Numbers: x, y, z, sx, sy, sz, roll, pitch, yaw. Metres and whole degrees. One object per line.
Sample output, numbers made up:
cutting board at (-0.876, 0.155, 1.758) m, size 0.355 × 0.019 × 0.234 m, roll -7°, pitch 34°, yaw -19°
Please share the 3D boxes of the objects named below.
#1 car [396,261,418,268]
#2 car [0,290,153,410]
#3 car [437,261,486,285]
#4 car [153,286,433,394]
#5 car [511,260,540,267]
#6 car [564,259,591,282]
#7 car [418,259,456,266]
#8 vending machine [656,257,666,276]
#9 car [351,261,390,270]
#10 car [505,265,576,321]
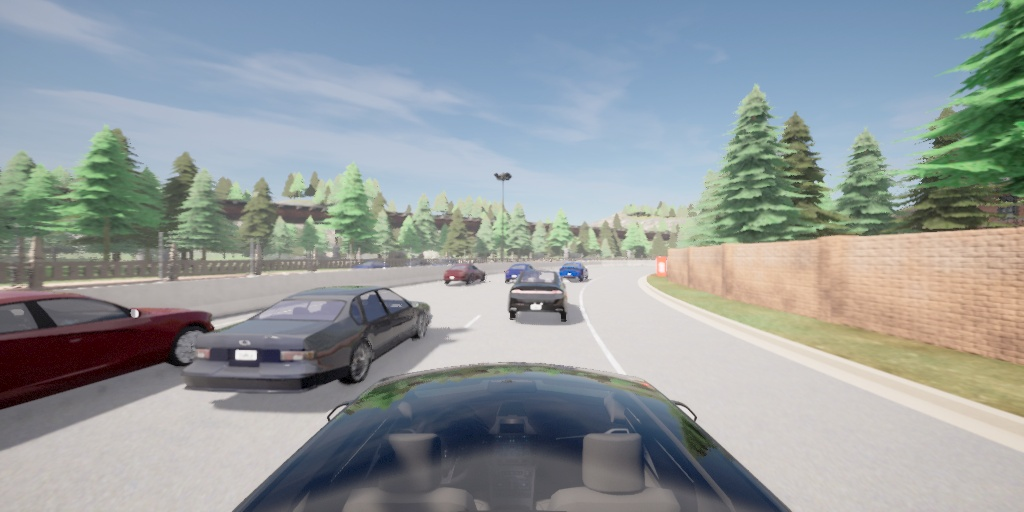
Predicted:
car at (-10.499, 1.232, 38.585) m, size 1.837 × 1.490 × 4.892 m, roll 0°, pitch 0°, yaw 22°
car at (-6.704, 1.198, 4.851) m, size 1.882 × 1.535 × 5.008 m, roll 0°, pitch 0°, yaw 2°
car at (-3.387, 1.277, 26.042) m, size 1.812 × 1.442 × 4.674 m, roll 0°, pitch 0°, yaw 15°
car at (-3.150, 1.286, 6.984) m, size 2.033 × 1.411 × 5.357 m, roll 0°, pitch 0°, yaw 4°
car at (0.817, 1.298, 27.971) m, size 1.812 × 1.442 × 4.674 m, roll 0°, pitch 0°, yaw 17°
car at (5.276, 1.273, 30.324) m, size 1.882 × 1.535 × 5.008 m, roll 0°, pitch 0°, yaw 19°
car at (-7.236, 1.094, 37.275) m, size 2.097 × 1.767 × 4.553 m, roll 0°, pitch 0°, yaw 22°
vending machine at (14.715, 1.039, 35.362) m, size 1.100 × 2.100 × 0.880 m, roll 0°, pitch 0°, yaw 25°
car at (-14.692, 1.232, 37.304) m, size 1.812 × 1.442 × 4.674 m, roll 0°, pitch 0°, yaw 20°
car at (0.994, 1.254, 12.660) m, size 2.128 × 1.511 × 4.902 m, roll 0°, pitch 0°, yaw 7°
